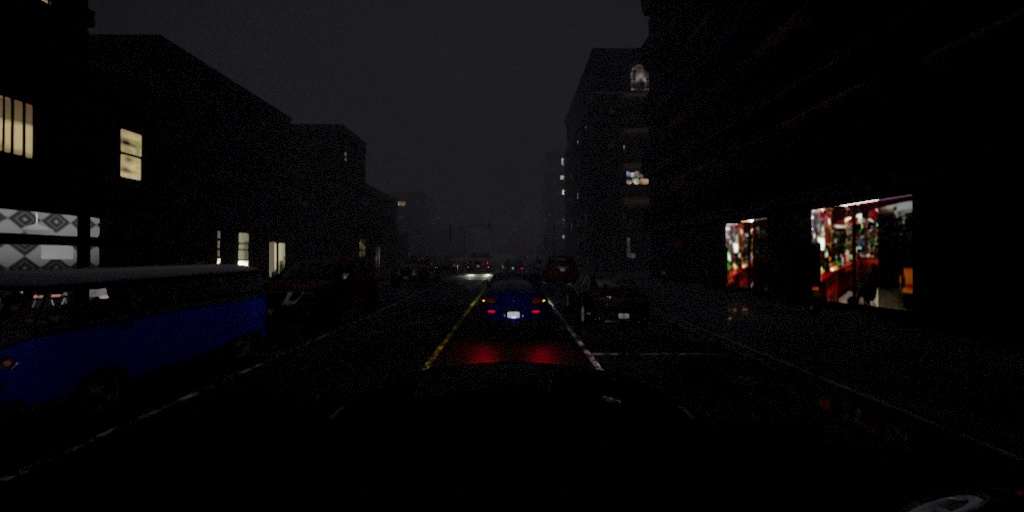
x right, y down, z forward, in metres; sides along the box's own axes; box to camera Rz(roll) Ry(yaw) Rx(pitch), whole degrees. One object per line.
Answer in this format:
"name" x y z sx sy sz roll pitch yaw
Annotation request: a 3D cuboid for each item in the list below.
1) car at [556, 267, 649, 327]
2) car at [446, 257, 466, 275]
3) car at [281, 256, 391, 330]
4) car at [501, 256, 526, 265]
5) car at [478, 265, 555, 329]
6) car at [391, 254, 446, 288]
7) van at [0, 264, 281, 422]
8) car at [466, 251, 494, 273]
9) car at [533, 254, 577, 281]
"car" 2.693 1.184 10.837 2.007 1.370 4.403 0 0 0
"car" -5.684 0.796 32.473 1.967 1.591 4.097 0 0 0
"car" -5.688 0.948 10.846 2.192 1.841 5.009 0 0 0
"car" 0.087 0.940 29.655 2.033 1.411 5.357 0 1 0
"car" 0.064 1.162 10.617 1.812 1.442 4.674 0 1 1
"car" -5.686 0.810 21.659 2.192 1.841 5.009 0 0 0
"van" -5.689 1.043 5.439 1.690 1.789 3.998 0 0 0
"car" -3.088 0.541 35.337 2.150 2.045 5.566 0 1 0
"car" 2.695 0.809 21.650 2.192 1.841 5.009 0 0 0
